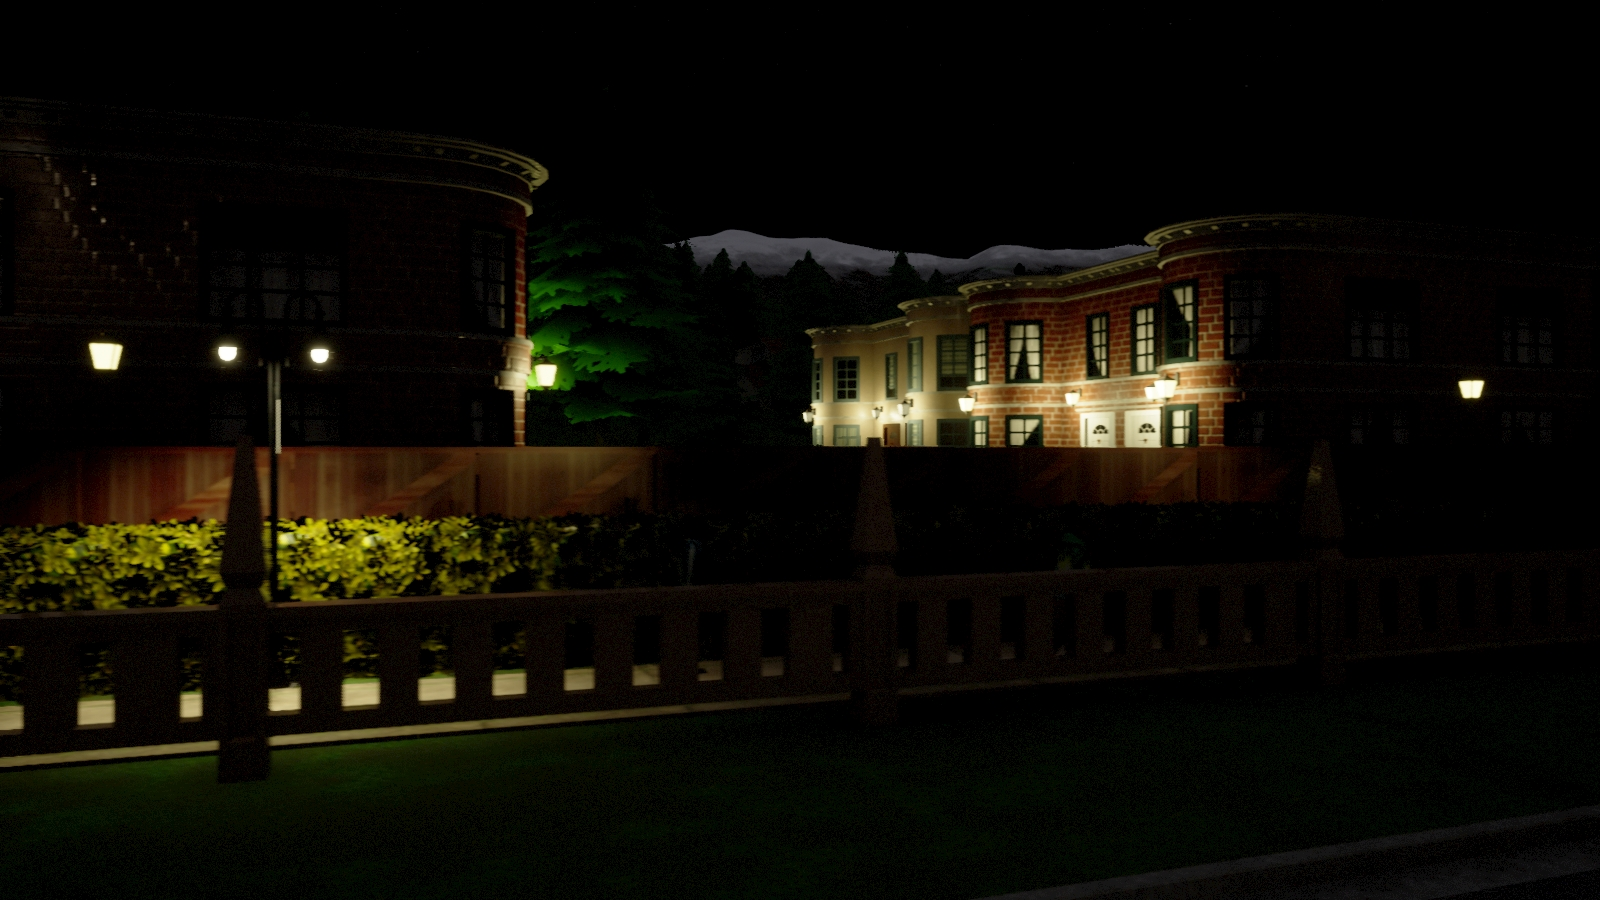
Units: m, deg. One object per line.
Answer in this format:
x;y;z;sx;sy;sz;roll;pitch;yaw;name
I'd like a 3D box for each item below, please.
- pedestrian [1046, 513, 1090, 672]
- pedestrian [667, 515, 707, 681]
3.220;1.695;13.744;0.375;1.860;0.375;0;0;-20;pedestrian
-1.307;1.694;13.227;0.375;1.860;0.375;0;0;-20;pedestrian
